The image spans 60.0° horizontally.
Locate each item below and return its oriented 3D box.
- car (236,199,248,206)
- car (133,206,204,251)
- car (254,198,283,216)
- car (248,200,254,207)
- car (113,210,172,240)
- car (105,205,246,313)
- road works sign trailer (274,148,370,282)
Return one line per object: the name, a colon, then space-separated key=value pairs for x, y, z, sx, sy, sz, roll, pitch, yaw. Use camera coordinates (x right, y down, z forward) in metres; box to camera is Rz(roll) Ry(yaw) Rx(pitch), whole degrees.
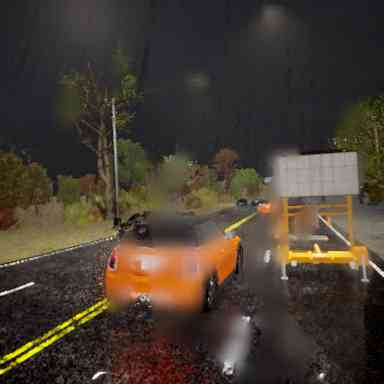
car: x=9.437 y=1.979 z=62.273 sx=1.812 sy=1.442 sz=4.674 roll=-3 pitch=-1 yaw=18
car: x=-0.999 y=1.736 z=17.038 sx=2.097 sy=1.767 sz=4.553 roll=-3 pitch=-1 yaw=17
car: x=8.356 y=1.557 z=36.094 sx=2.097 sy=1.767 sz=4.553 roll=-3 pitch=-1 yaw=17
car: x=11.364 y=1.882 z=57.584 sx=1.994 sy=1.385 sz=4.181 roll=-3 pitch=-1 yaw=17
car: x=-3.027 y=2.034 z=21.549 sx=1.837 sy=1.490 sz=4.892 roll=-3 pitch=-1 yaw=17
car: x=-0.118 y=1.364 z=8.044 sx=2.097 sy=1.767 sz=4.553 roll=0 pitch=0 yaw=18
road works sign trailer: x=3.817 y=0.551 z=10.173 sx=2.380 sy=3.560 sz=2.880 roll=-3 pitch=-1 yaw=17
